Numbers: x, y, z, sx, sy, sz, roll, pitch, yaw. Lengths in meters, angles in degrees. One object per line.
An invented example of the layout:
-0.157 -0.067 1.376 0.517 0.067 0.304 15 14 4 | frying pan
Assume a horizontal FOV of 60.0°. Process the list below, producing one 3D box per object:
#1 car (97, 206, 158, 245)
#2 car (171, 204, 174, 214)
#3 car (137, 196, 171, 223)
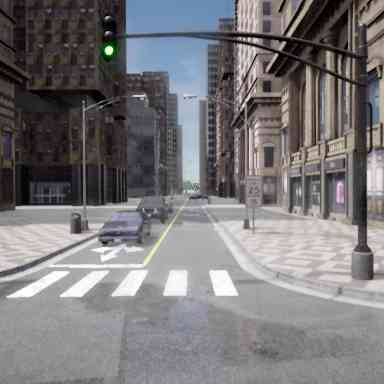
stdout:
-3.109 1.637 16.512 2.033 1.411 5.357 0 0 0 | car
-3.090 1.671 37.062 1.812 1.442 4.674 0 0 0 | car
-3.107 1.339 26.731 2.150 2.045 5.566 0 0 -1 | car
